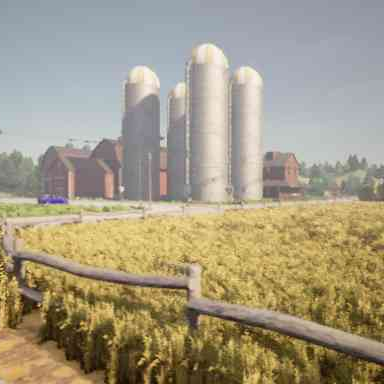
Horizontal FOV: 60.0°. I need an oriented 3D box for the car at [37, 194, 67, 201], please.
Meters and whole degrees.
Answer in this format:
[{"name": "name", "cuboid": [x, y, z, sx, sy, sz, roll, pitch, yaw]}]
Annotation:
[{"name": "car", "cuboid": [-22.088, 1.206, 52.846, 2.242, 1.667, 4.611, 0, 0, 38]}]
